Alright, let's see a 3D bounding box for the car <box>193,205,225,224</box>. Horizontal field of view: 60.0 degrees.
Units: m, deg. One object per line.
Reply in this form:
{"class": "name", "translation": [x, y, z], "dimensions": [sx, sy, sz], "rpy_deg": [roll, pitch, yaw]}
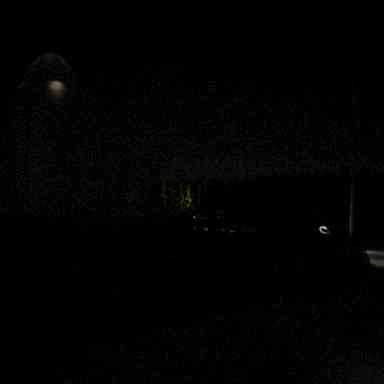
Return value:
{"class": "car", "translation": [0.595, 1.774, 27.370], "dimensions": [1.882, 1.535, 5.008], "rpy_deg": [1, -1, -35]}

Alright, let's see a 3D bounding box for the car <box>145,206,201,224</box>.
{"class": "car", "translation": [-1.682, 1.864, 24.909], "dimensions": [1.895, 1.301, 4.718], "rpy_deg": [1, -1, -36]}

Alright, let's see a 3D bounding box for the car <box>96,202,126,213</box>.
{"class": "car", "translation": [-8.477, 1.782, 34.465], "dimensions": [2.128, 1.511, 4.902], "rpy_deg": [1, 0, -35]}

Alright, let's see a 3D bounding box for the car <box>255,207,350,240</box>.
{"class": "car", "translation": [4.936, 1.526, 15.084], "dimensions": [2.097, 1.767, 4.553], "rpy_deg": [0, -1, -30]}
